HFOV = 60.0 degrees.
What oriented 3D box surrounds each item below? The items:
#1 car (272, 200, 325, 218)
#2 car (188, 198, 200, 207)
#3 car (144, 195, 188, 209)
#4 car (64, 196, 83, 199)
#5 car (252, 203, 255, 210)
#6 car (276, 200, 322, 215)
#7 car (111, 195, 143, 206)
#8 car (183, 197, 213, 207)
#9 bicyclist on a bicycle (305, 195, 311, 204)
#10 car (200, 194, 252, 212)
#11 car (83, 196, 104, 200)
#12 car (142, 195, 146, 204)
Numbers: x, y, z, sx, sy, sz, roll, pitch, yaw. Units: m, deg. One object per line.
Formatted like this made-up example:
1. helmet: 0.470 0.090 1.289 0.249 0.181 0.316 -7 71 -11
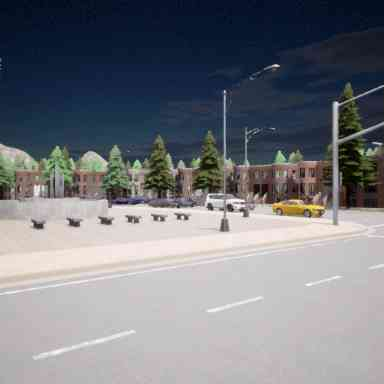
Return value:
1. car: 9.796 1.478 30.793 1.882 1.535 5.008 0 0 -37
2. car: -1.802 1.547 48.897 5.357 1.411 2.033 0 0 36
3. car: -3.618 1.547 45.888 5.357 1.411 2.033 0 0 36
4. car: -23.015 1.503 60.656 4.892 1.490 1.837 0 -1 6
5. car: 5.733 1.526 41.755 1.812 1.442 4.674 0 0 -41
6. car: 11.115 1.564 34.865 1.994 1.385 4.181 0 0 -37
7. car: -10.894 1.601 54.037 4.718 1.301 1.895 0 0 23
8. car: 0.932 1.564 51.362 4.181 1.385 1.994 0 0 37
9. bicyclist on a bicycle: 16.230 1.303 46.629 1.656 1.620 0.582 0 0 -37
10. car: 3.873 1.221 38.662 2.150 2.045 5.566 0 0 -39
11. car: -19.465 1.491 63.871 4.902 1.511 2.128 0 0 7
12. car: -9.853 1.352 61.166 4.553 1.767 2.097 0 0 21
